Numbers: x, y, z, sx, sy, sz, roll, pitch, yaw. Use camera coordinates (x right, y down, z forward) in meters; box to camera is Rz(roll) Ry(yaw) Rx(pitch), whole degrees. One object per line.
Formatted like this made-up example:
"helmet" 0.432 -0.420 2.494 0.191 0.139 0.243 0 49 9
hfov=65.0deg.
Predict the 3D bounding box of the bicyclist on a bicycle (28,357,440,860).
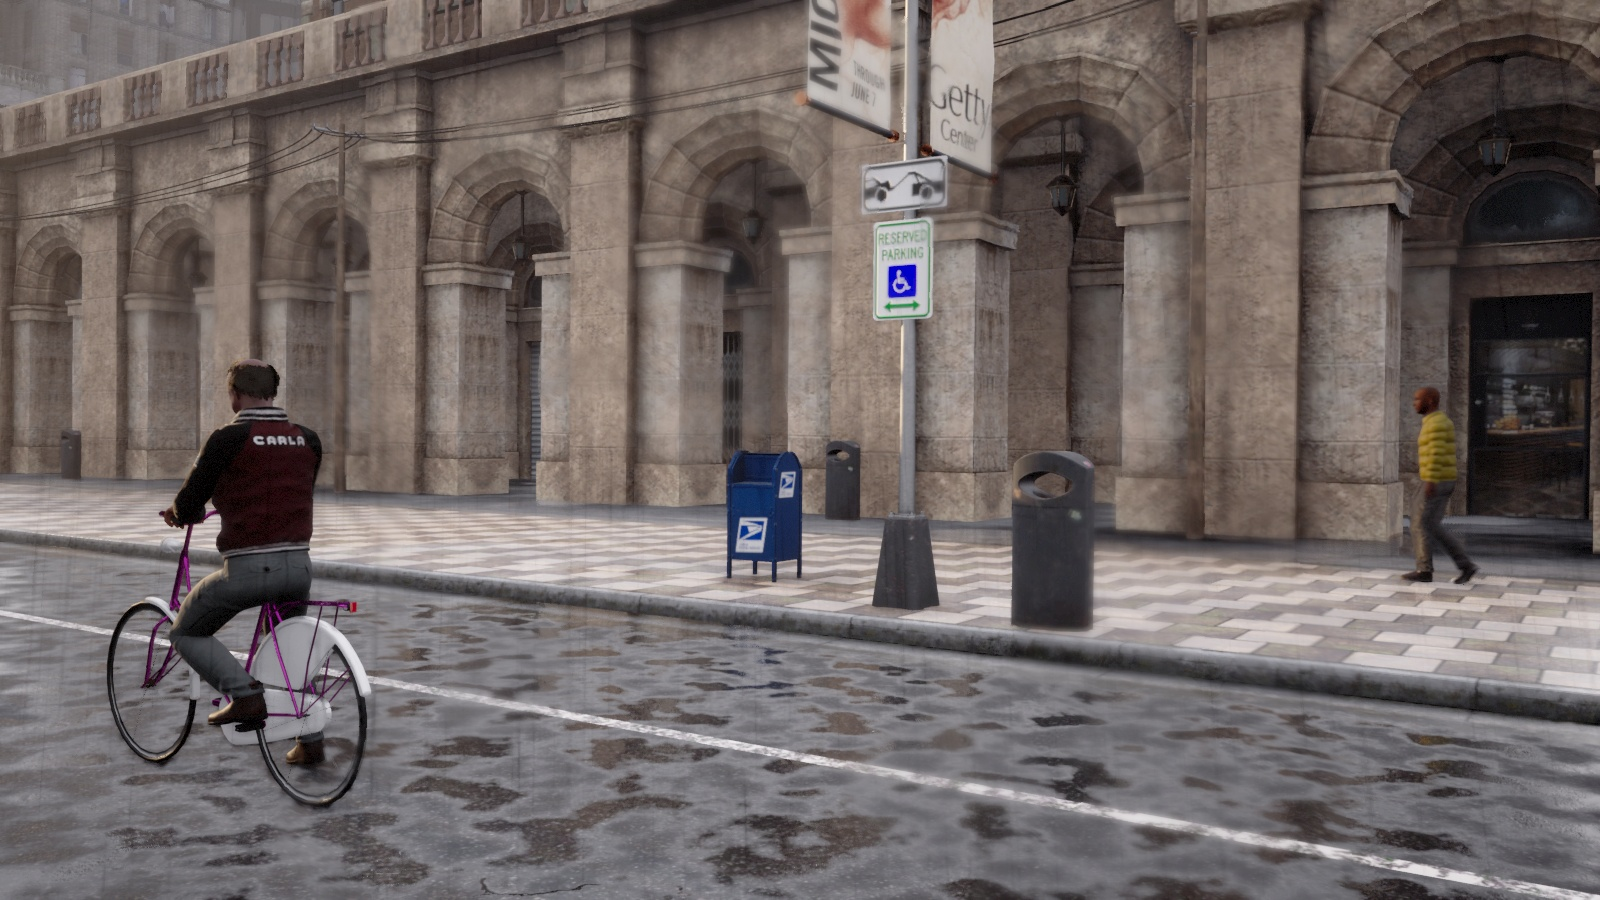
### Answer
"bicyclist on a bicycle" -2.382 0.552 5.204 1.843 1.776 0.659 0 1 34

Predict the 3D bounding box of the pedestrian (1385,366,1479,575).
"pedestrian" 5.737 0.180 11.405 0.726 1.835 0.370 0 1 33
